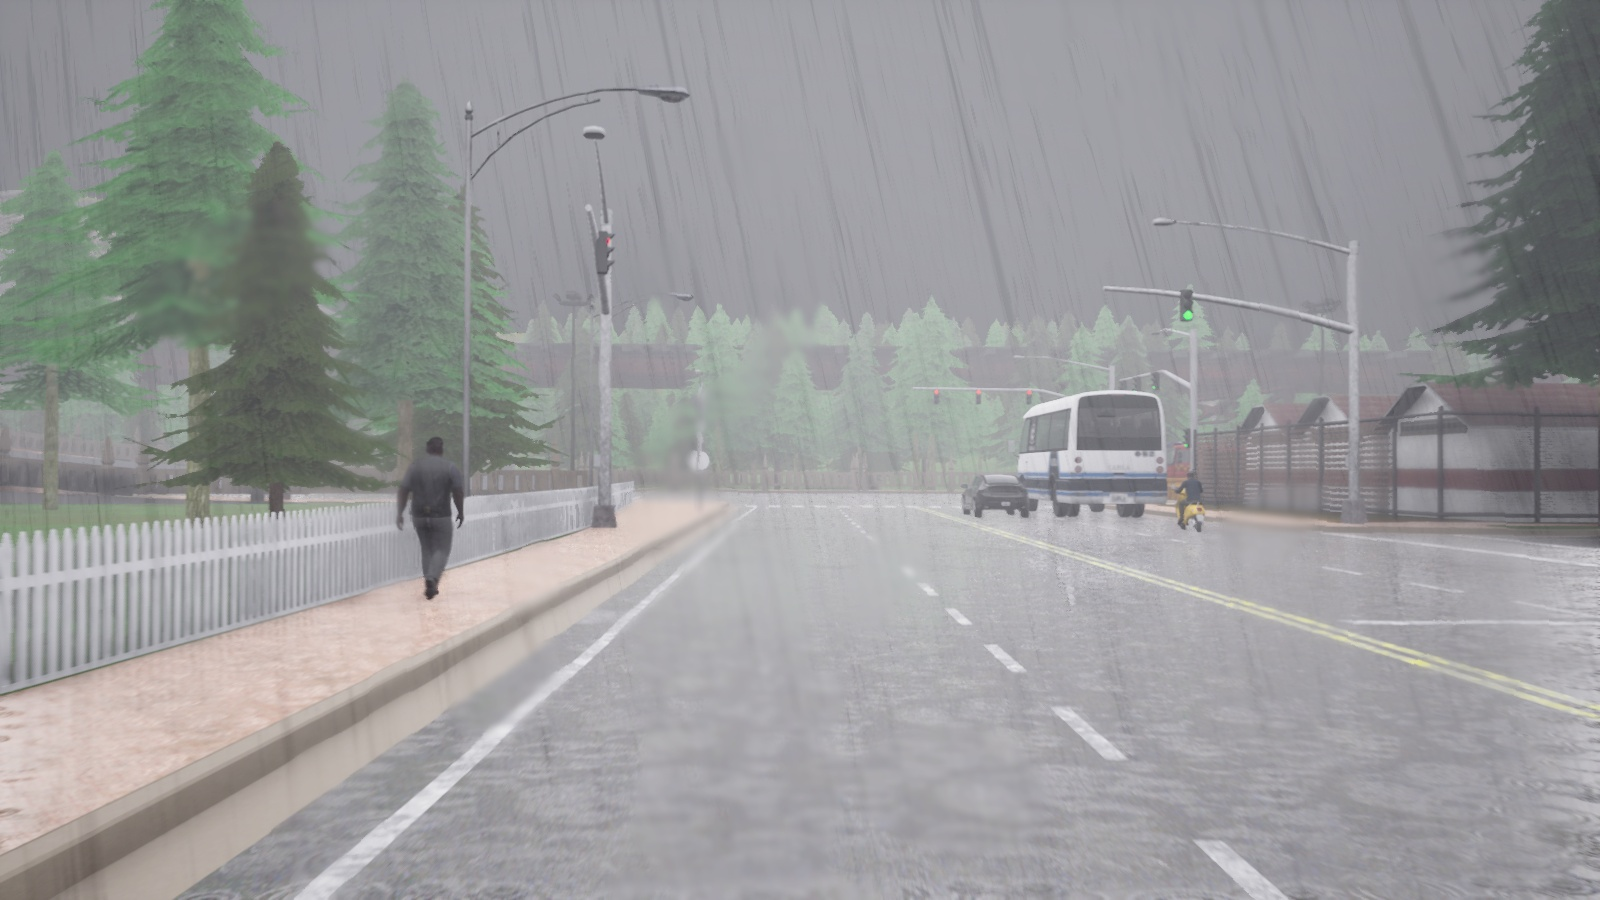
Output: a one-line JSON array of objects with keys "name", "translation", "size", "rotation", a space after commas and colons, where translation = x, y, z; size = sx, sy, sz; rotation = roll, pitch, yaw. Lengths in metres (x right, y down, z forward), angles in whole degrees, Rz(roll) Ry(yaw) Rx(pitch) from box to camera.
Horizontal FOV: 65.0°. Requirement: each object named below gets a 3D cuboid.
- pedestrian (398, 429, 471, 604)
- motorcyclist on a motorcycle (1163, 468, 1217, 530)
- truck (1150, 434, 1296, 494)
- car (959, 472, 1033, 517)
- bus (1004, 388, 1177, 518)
[{"name": "pedestrian", "translation": [-4.041, 0.722, 13.916], "size": [0.563, 1.883, 0.849], "rotation": [0, -1, 0]}, {"name": "motorcyclist on a motorcycle", "translation": [10.418, 1.289, 33.620], "size": [0.866, 1.590, 1.817], "rotation": [0, -1, 0]}, {"name": "truck", "translation": [27.503, 0.910, 81.846], "size": [8.468, 3.827, 2.891], "rotation": [0, -1, -2]}, {"name": "car", "translation": [6.891, 1.539, 44.616], "size": [1.837, 1.490, 4.892], "rotation": [0, -1, 0]}, {"name": "bus", "translation": [10.379, 0.174, 46.440], "size": [3.944, 4.253, 10.273], "rotation": [0, -1, 0]}]
